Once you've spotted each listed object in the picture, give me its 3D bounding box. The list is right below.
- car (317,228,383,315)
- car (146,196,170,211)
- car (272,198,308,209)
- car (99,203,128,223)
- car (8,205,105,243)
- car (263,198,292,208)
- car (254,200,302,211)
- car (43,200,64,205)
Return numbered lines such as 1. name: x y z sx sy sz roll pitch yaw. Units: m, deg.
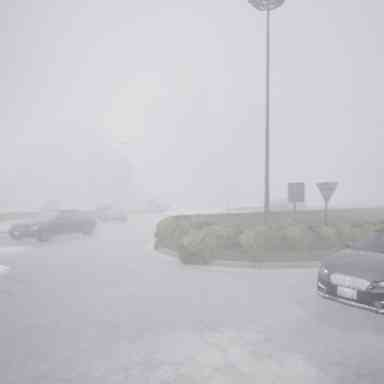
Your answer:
1. car: 4.781 1.569 7.419 4.902 1.511 2.128 1 0 -36
2. car: -4.553 1.527 44.467 1.905 1.878 3.866 1 0 -36
3. car: 11.480 1.619 39.731 1.932 1.855 4.605 1 0 -36
4. car: -6.603 1.618 26.375 1.784 1.438 3.905 1 0 -36
5. car: -6.712 1.567 16.632 1.812 1.442 4.674 0 0 24
6. car: 15.030 1.923 58.690 2.242 1.667 4.611 1 0 -36
7. car: 7.640 1.733 30.746 4.892 1.490 1.837 0 0 -36
8. car: -15.129 1.592 36.083 1.816 1.474 4.193 1 0 -36
